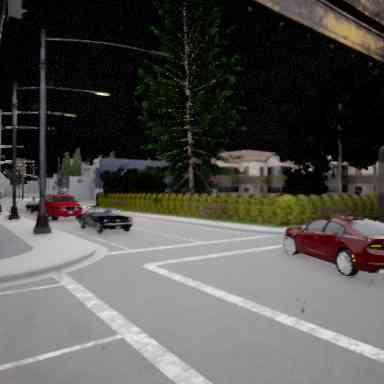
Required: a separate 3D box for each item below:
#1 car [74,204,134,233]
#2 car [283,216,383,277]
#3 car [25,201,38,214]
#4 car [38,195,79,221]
[{"bbox_3d":[-5.252,1.622,19.883,1.895,1.301,4.718,0,0,-35],"label":"car"},{"bbox_3d":[4.716,1.506,10.513,1.882,1.535,5.008,1,0,-12],"label":"car"},{"bbox_3d":[-16.897,1.622,36.406,1.895,1.301,4.718,0,0,-35],"label":"car"},{"bbox_3d":[-10.958,1.242,27.966,2.150,2.045,5.566,0,0,-35],"label":"car"}]
